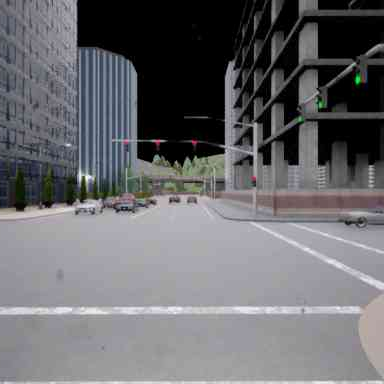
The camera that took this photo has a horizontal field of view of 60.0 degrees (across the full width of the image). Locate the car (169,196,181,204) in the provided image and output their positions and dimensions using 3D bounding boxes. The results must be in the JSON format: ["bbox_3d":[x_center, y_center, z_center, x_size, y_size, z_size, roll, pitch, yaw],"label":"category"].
[{"bbox_3d":[-3.476,1.503,64.570,1.837,1.490,4.892,0,0,0],"label":"car"}]

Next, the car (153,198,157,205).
[{"bbox_3d":[-7.062,1.600,56.709,1.895,1.301,4.718,0,0,0],"label":"car"}]

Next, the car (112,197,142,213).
[{"bbox_3d":[-7.086,1.563,36.760,1.994,1.385,4.181,0,0,0],"label":"car"}]

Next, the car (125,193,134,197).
[{"bbox_3d":[-10.576,1.220,53.792,2.150,2.045,5.566,0,0,0],"label":"car"}]

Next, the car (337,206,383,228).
[{"bbox_3d":[11.888,1.545,21.239,4.718,1.301,1.895,0,0,0],"label":"car"}]

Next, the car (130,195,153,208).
[{"bbox_3d":[-7.082,1.563,46.669,1.994,1.385,4.181,0,0,0],"label":"car"}]

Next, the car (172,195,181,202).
[{"bbox_3d":[-3.473,1.506,73.644,1.812,1.442,4.674,0,0,0],"label":"car"}]

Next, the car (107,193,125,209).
[{"bbox_3d":[-10.583,1.351,43.376,2.097,1.767,4.553,0,0,0],"label":"car"}]

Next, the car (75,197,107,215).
[{"bbox_3d":[-10.586,1.525,34.443,1.812,1.442,4.674,0,0,0],"label":"car"}]

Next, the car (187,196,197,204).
[{"bbox_3d":[0.024,1.490,64.567,2.128,1.511,4.902,0,0,0],"label":"car"}]

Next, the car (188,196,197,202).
[{"bbox_3d":[0.027,1.577,73.673,1.895,1.301,4.718,0,0,0],"label":"car"}]
